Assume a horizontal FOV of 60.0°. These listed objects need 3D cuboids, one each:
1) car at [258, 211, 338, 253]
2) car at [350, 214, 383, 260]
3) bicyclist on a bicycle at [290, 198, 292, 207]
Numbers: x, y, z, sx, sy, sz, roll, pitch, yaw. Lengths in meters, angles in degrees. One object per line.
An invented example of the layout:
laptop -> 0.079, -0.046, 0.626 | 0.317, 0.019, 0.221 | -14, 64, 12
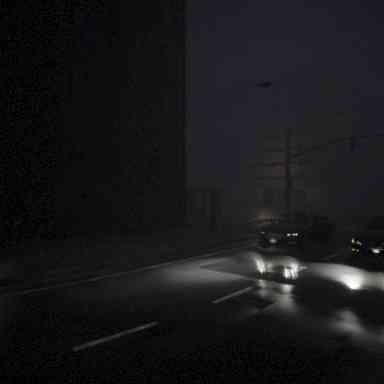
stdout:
car -> 4.681, 1.582, 14.314 | 2.128, 1.511, 4.902 | 0, -1, 42
car -> 7.239, 1.582, 11.926 | 1.837, 1.490, 4.892 | 0, -1, 42
bicyclist on a bicycle -> 16.105, 1.699, 54.878 | 0.582, 1.620, 1.656 | 0, 0, 41
